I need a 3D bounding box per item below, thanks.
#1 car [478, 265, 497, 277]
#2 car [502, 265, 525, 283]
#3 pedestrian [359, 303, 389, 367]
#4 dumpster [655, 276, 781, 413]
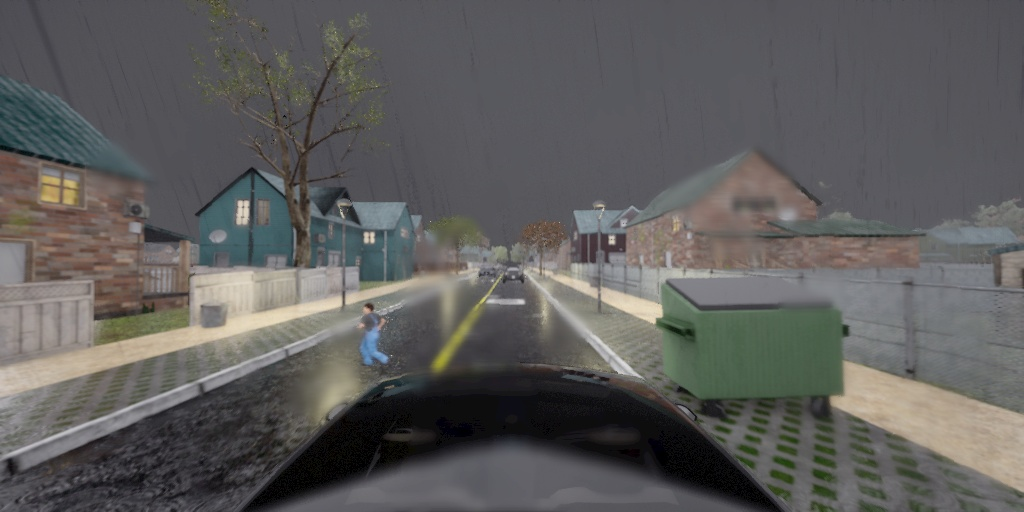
[{"bbox_3d":[-2.813,1.773,41.860,1.994,1.385,4.181,0,-1,0],"label":"car"},{"bbox_3d":[0.117,1.613,32.219,1.812,1.442,4.674,0,-1,0],"label":"car"},{"bbox_3d":[-2.554,1.373,6.552,0.375,1.300,0.375,1,-2,-2],"label":"pedestrian"},{"bbox_3d":[3.012,1.186,5.701,1.020,1.700,1.940,0,0,0],"label":"dumpster"}]
